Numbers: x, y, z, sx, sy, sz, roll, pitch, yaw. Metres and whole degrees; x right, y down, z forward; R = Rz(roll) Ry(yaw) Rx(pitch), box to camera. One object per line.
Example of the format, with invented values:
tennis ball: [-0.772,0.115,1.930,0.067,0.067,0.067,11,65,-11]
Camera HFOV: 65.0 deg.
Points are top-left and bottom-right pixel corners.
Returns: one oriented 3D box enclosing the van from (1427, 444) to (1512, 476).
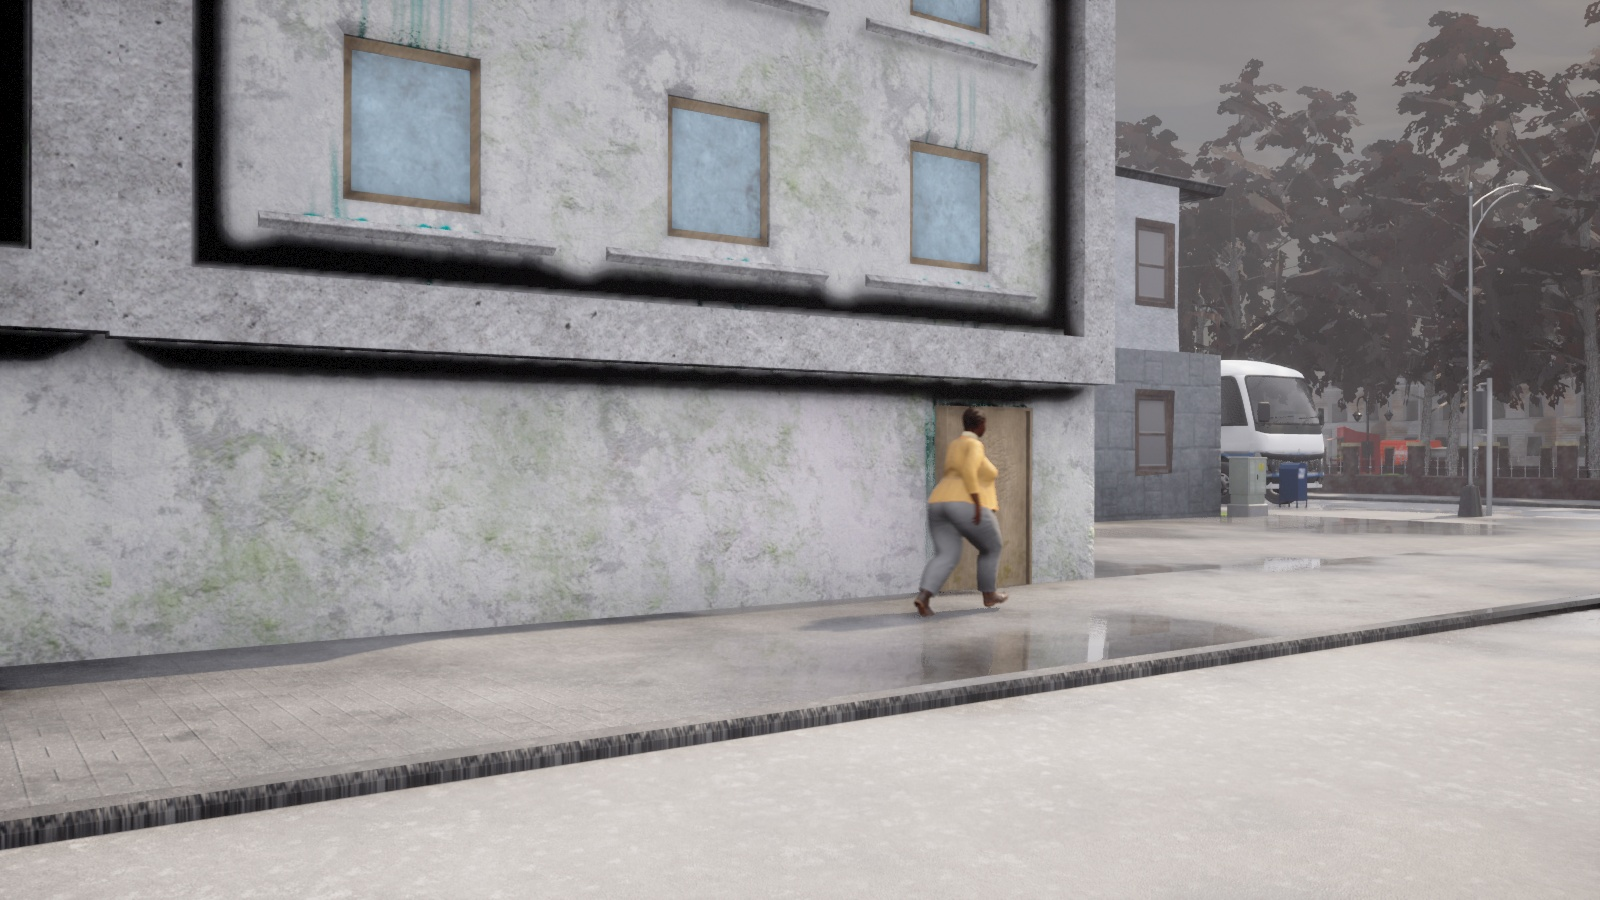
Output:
van: [42.618,0.603,80.055,1.775,1.987,4.442,0,0,-35]

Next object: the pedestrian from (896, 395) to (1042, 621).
pedestrian: [1.464,0.478,10.921,0.900,1.855,0.874,0,0,-32]

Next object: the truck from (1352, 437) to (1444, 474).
truck: [41.871,0.385,88.099,2.627,2.467,5.204,0,0,-35]

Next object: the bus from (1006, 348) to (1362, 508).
bus: [11.394,-0.561,38.732,3.944,4.253,10.273,0,0,-34]
